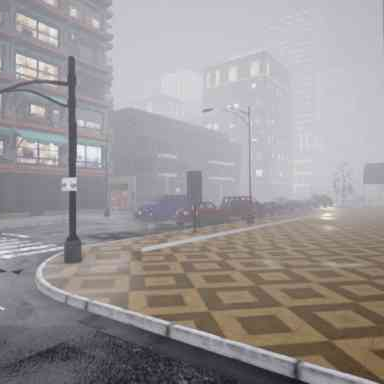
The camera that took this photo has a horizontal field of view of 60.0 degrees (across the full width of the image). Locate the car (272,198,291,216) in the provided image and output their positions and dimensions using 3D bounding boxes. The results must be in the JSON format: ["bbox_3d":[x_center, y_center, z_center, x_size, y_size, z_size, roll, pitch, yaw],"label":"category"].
[{"bbox_3d":[7.391,1.472,30.959,1.802,1.307,4.206,-1,0,36],"label":"car"}]

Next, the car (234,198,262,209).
[{"bbox_3d":[7.555,1.492,44.502,1.752,1.417,4.829,-1,0,36],"label":"car"}]

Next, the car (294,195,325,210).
[{"bbox_3d":[14.009,1.417,39.977,2.008,1.369,4.403,-1,0,36],"label":"car"}]

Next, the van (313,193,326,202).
[{"bbox_3d":[27.508,1.231,71.695,1.690,1.788,3.998,-1,0,36],"label":"van"}]

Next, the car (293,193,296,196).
[{"bbox_3d":[20.791,1.442,62.539,1.752,1.417,4.829,-1,0,36],"label":"car"}]

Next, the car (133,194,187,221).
[{"bbox_3d":[-2.255,1.199,26.976,2.150,2.045,5.566,-1,0,36],"label":"car"}]

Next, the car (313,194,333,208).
[{"bbox_3d":[17.315,1.169,44.488,2.192,1.841,5.009,-1,0,36],"label":"car"}]

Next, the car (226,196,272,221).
[{"bbox_3d":[4.079,1.217,26.451,2.192,1.841,5.009,-1,0,36],"label":"car"}]

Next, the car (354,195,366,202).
[{"bbox_3d":[33.862,1.335,67.032,1.887,1.381,4.507,-1,0,36],"label":"car"}]

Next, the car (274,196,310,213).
[{"bbox_3d":[10.700,1.423,35.468,1.887,1.381,4.507,-1,0,36],"label":"car"}]

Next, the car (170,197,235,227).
[{"bbox_3d":[0.772,1.354,21.941,1.967,1.590,4.097,-1,0,36],"label":"car"}]
